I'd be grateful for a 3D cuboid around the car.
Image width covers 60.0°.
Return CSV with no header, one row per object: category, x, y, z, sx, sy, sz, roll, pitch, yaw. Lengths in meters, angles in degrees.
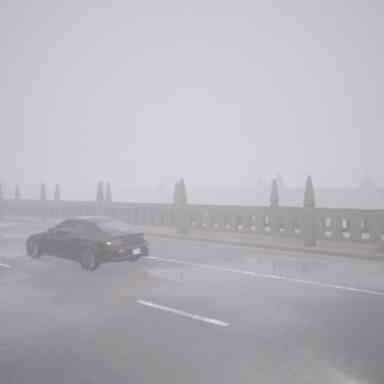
car,-3.440,1.502,10.750,4.674,1.442,1.812,0,0,36
